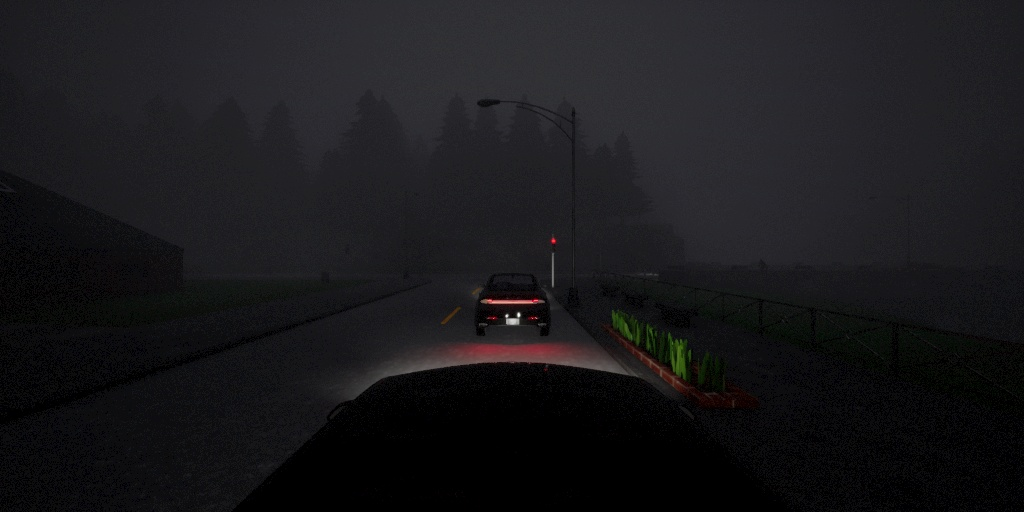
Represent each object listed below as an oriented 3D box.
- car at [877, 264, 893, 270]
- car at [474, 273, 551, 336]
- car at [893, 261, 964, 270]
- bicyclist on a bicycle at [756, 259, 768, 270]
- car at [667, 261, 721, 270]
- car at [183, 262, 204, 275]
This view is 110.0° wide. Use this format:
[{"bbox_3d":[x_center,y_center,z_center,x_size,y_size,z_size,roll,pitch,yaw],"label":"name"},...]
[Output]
[{"bbox_3d":[42.666,1.298,38.699,5.357,1.411,2.033,0,0,1],"label":"car"},{"bbox_3d":[0.022,1.242,10.375,2.128,1.511,4.902,0,0,0],"label":"car"},{"bbox_3d":[40.461,1.351,34.637,4.718,1.301,1.895,0,0,0],"label":"car"},{"bbox_3d":[21.220,1.099,30.390,0.582,1.620,1.656,0,0,0],"label":"bicyclist on a bicycle"},{"bbox_3d":[19.577,1.297,38.793,5.357,1.411,2.033,0,0,0],"label":"car"},{"bbox_3d":[-36.111,1.314,38.936,4.181,1.385,1.994,0,0,0],"label":"car"}]
